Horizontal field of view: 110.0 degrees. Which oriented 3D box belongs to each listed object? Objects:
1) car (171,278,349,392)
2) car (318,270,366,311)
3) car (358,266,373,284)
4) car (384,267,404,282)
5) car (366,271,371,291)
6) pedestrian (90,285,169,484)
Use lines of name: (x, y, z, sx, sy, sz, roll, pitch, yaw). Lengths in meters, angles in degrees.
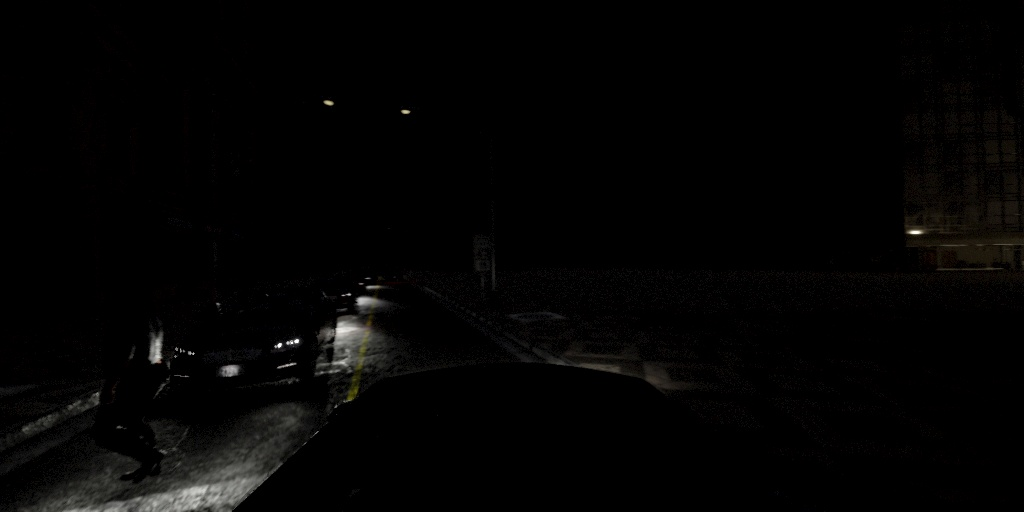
car: (-4.812, 1.410, 7.380, 2.128, 1.511, 4.902, -1, -1, -20)
car: (-7.982, 1.609, 16.201, 2.128, 1.511, 4.902, -1, -1, -20)
car: (-14.601, 2.040, 34.751, 1.837, 1.490, 4.892, -1, -1, -19)
car: (-13.392, 2.098, 40.718, 2.128, 1.511, 4.902, -1, -1, -20)
car: (-11.099, 1.915, 24.896, 1.895, 1.301, 4.718, -1, -1, -20)
pedestrian: (-3.485, 1.122, 3.297, 0.375, 1.860, 0.375, -1, -1, -20)
